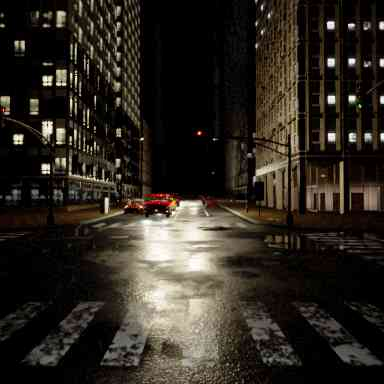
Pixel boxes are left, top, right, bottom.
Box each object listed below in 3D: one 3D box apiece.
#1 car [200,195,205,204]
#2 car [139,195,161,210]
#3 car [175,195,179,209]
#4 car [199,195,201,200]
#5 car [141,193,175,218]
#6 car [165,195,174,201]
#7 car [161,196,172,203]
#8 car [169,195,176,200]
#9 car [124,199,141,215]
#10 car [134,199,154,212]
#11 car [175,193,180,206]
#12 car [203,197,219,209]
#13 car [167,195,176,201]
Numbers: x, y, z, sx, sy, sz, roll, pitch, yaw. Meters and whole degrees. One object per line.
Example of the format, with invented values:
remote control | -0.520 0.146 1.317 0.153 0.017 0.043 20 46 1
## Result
car | 2.783 1.547 56.322 1.752 1.417 4.829 1 0 0
car | -5.609 1.332 44.947 2.192 1.841 5.009 1 0 0
car | -3.040 1.493 41.552 1.882 1.535 5.008 0 0 0
car | 2.789 1.590 61.730 1.947 1.339 4.313 1 0 0
car | -3.051 1.233 31.125 2.150 2.045 5.566 0 0 0
car | -5.560 1.578 83.972 1.887 1.381 4.507 1 0 0
car | -5.575 1.573 72.822 1.887 1.381 4.507 1 0 0
car | -5.545 1.605 95.123 1.947 1.339 4.313 1 0 0
car | -5.627 1.453 33.796 1.967 1.590 4.097 1 0 0
car | -5.623 1.597 39.371 1.802 1.307 4.206 1 0 0
car | -3.019 1.241 52.051 2.150 2.045 5.566 0 0 0
car | 2.765 1.599 44.997 1.802 1.307 4.206 1 0 0
car | -5.552 1.587 89.548 2.008 1.369 4.403 1 0 0
